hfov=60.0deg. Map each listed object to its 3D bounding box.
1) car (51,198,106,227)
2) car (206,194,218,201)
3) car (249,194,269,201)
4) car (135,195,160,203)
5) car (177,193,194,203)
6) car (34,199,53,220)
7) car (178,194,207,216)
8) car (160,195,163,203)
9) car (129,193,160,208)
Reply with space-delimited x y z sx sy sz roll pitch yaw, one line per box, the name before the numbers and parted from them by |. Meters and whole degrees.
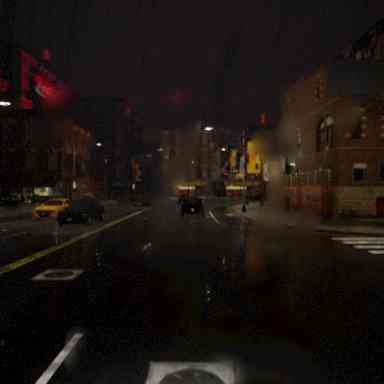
car | -7.079 1.309 21.757 1.882 1.535 5.008 0 0 0
car | 2.836 1.118 62.571 1.895 1.301 4.718 0 1 36
car | 14.119 1.018 68.597 5.357 1.411 2.033 0 1 -35
car | -7.730 1.147 57.996 1.895 1.301 4.718 0 1 30
car | -0.460 1.170 48.787 2.033 1.411 5.357 0 0 20
car | -10.541 1.275 26.165 1.882 1.535 5.008 0 0 1
car | 0.080 1.252 29.045 1.882 1.535 5.008 0 0 0
car | -6.429 0.943 52.800 2.097 1.767 4.553 0 1 22
car | -5.946 1.198 42.256 1.812 1.442 4.674 0 0 12
